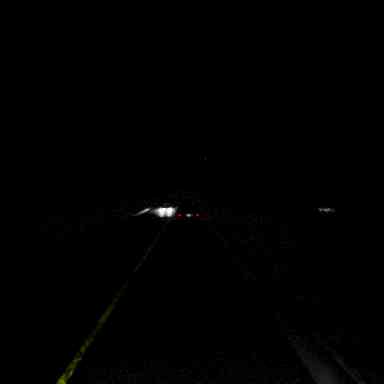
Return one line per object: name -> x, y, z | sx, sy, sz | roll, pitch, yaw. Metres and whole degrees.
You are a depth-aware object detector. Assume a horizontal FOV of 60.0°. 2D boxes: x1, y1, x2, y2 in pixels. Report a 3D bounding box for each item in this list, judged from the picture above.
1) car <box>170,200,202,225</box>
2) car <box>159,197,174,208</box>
car -> -0.266, 1.588, 24.333 | 2.033, 1.411, 5.357 | 0, 0, -1
car -> -3.745, 1.552, 49.052 | 2.128, 1.511, 4.902 | 0, 0, -1
